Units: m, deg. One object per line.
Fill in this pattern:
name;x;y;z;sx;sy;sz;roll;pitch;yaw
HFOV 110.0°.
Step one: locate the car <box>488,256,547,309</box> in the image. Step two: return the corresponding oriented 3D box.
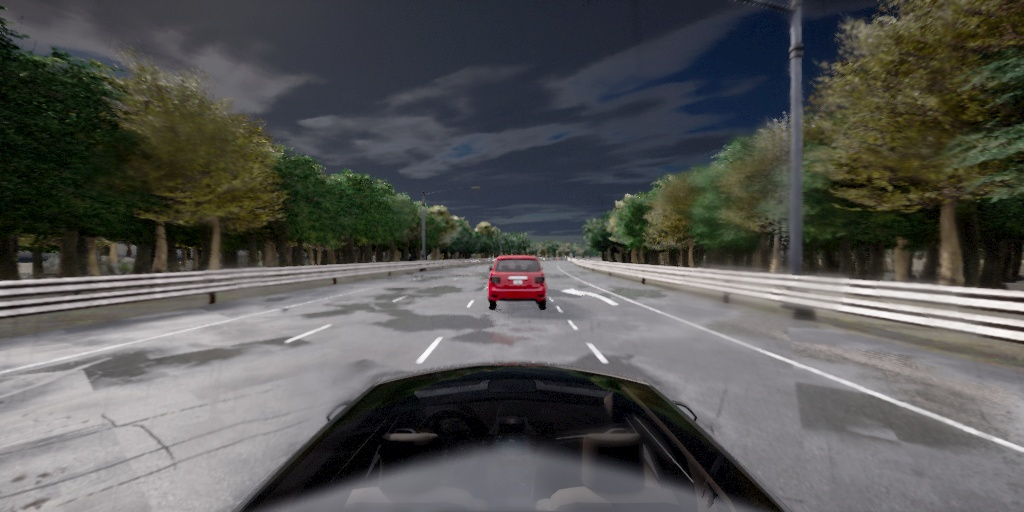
car;0.195;1.008;15.075;2.150;2.045;5.566;0;0;0
